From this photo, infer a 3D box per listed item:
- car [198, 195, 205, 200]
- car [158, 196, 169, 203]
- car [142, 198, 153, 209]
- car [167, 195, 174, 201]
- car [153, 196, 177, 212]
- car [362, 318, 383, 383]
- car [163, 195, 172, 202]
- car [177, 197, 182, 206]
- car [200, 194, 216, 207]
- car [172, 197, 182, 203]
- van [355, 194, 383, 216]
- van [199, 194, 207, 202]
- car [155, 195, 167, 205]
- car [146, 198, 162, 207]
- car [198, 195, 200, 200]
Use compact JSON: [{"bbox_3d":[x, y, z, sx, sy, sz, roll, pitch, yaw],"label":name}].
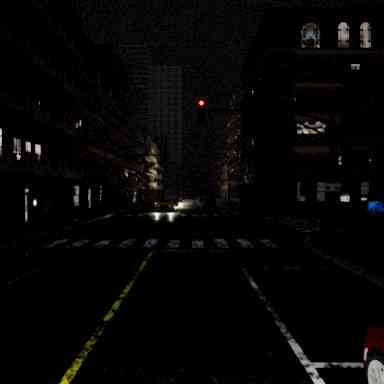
[{"bbox_3d":[2.633,1.581,95.042,1.887,1.381,4.507,-1,0,0],"label":"car"},{"bbox_3d":[-5.732,1.594,67.403,1.802,1.307,4.206,-1,0,0],"label":"car"},{"bbox_3d":[-5.719,1.551,45.292,2.008,1.369,4.403,0,0,0],"label":"car"},{"bbox_3d":[-5.743,1.613,89.515,1.802,1.307,4.206,-1,0,0],"label":"car"},{"bbox_3d":[-3.117,1.475,39.313,1.882,1.535,5.008,0,0,0],"label":"car"},{"bbox_3d":[2.684,1.544,1.819,1.887,1.381,4.507,0,0,0],"label":"car"},{"bbox_3d":[-5.738,1.546,78.289,1.752,1.417,4.829,-1,0,0],"label":"car"},{"bbox_3d":[-3.121,1.551,52.688,2.033,1.411,5.357,0,0,0],"label":"car"},{"bbox_3d":[2.656,1.443,50.819,1.967,1.590,4.097,-1,0,0],"label":"car"},{"bbox_3d":[-3.036,1.614,68.563,1.895,1.301,4.718,0,0,0],"label":"car"},{"bbox_3d":[15.628,1.029,27.397,3.998,1.788,1.690,-1,1,-1],"label":"van"},{"bbox_3d":[2.640,1.362,78.458,1.690,1.788,3.998,-1,0,0],"label":"van"},{"bbox_3d":[-5.730,1.449,61.875,1.967,1.590,4.097,-1,0,0],"label":"car"},{"bbox_3d":[-5.723,1.569,50.819,1.947,1.339,4.313,0,0,0],"label":"car"},{"bbox_3d":[2.649,1.563,67.402,2.008,1.369,4.403,-1,0,0],"label":"car"}]
